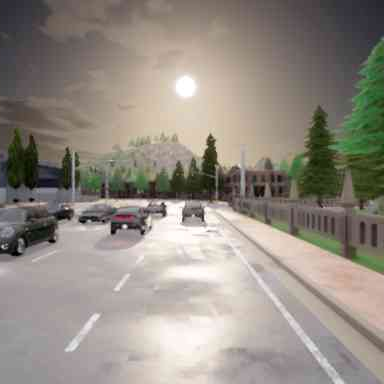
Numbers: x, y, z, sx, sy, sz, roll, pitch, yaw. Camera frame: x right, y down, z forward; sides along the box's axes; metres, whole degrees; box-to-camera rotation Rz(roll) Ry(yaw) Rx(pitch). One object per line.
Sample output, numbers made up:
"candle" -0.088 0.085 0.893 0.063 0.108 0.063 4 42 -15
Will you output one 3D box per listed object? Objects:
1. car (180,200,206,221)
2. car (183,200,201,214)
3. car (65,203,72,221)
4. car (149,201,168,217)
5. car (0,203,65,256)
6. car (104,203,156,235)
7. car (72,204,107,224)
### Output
"car" 0.097 1.595 27.997 1.837 1.490 4.892 0 0 0
"car" 0.095 1.647 37.808 1.812 1.442 4.674 0 0 3
"car" -10.536 1.573 25.383 2.128 1.511 4.902 0 0 0
"car" -3.434 1.598 32.949 2.128 1.511 4.902 0 0 1
"car" -7.080 1.395 13.228 2.097 1.767 4.553 0 0 0
"car" -3.401 1.562 19.196 1.837 1.490 4.892 0 -2 0
"car" -7.033 1.630 25.514 2.033 1.411 5.357 0 0 0
